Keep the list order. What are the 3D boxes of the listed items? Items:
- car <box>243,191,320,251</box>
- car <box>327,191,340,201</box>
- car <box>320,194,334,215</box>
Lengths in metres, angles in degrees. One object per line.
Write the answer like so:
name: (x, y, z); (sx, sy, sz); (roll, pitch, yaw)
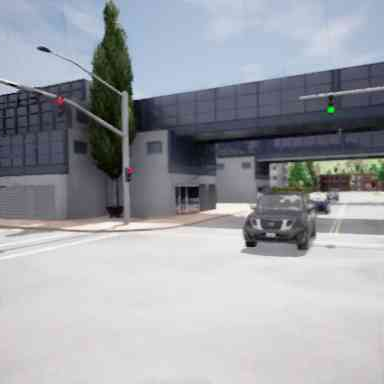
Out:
car: (3.753, 1.007, 13.577); (2.150, 2.045, 5.566); (-1, 1, 25)
car: (21.083, 0.608, 49.933); (2.128, 1.511, 4.902); (-1, 1, 26)
car: (10.574, 1.124, 27.977); (1.895, 1.301, 4.718); (-1, 1, 26)
